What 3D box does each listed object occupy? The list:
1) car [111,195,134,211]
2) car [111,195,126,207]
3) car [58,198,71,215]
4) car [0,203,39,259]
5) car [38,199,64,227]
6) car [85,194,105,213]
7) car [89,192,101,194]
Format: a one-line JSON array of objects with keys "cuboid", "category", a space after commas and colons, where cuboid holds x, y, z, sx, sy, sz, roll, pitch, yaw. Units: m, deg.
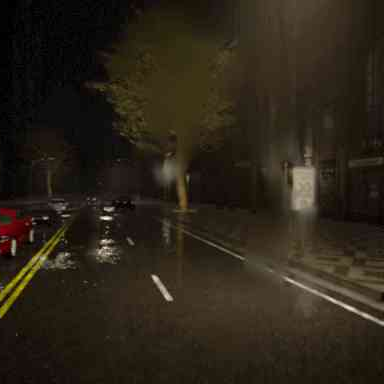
[{"cuboid": [-7.999, 1.186, 39.039, 2.097, 1.767, 4.553, 0, 0, -16], "category": "car"}, {"cuboid": [-10.717, 1.268, 48.384, 1.882, 1.535, 5.008, 0, 0, -15], "category": "car"}, {"cuboid": [-12.650, 1.352, 31.371, 1.812, 1.442, 4.674, 0, 0, -16], "category": "car"}, {"cuboid": [-7.170, 1.395, 12.220, 1.882, 1.535, 5.008, 0, 0, -16], "category": "car"}, {"cuboid": [-9.926, 1.419, 21.777, 2.033, 1.411, 5.357, 0, 0, -16], "category": "car"}, {"cuboid": [-10.107, 1.325, 34.635, 2.128, 1.511, 4.902, 0, 0, -16], "category": "car"}, {"cuboid": [-13.375, 1.006, 45.822, 2.150, 2.045, 5.566, 0, 1, -16], "category": "car"}]
